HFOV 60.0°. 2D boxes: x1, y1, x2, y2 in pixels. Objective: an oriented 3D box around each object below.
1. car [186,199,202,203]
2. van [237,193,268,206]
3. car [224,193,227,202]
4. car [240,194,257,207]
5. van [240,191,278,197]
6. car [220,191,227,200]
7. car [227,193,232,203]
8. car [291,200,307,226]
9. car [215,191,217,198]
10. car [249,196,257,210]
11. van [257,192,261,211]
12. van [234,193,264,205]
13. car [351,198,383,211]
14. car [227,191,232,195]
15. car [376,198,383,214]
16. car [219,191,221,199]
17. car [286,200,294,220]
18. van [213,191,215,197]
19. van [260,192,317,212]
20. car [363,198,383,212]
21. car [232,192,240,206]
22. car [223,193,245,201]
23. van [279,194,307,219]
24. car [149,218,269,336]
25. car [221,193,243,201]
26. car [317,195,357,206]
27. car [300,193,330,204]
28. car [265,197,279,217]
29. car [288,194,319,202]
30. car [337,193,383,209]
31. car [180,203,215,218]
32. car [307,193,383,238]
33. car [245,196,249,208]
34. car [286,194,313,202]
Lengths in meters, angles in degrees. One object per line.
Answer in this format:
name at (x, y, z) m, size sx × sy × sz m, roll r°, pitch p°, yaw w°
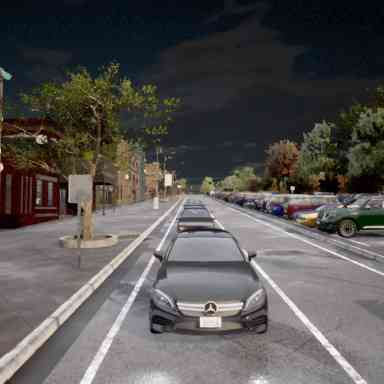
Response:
car at (0.212, 1.442, 30.062) m, size 2.128 × 1.511 × 4.902 m, roll 0°, pitch 0°, yaw 0°
van at (9.145, 1.113, 50.746) m, size 4.442 × 1.987 × 1.878 m, roll 0°, pitch 1°, yaw 0°
car at (8.943, 1.279, 61.960) m, size 4.674 × 1.452 × 2.002 m, roll 0°, pitch 1°, yaw 0°
car at (9.096, 1.409, 42.335) m, size 4.892 × 1.521 × 2.231 m, roll 0°, pitch 0°, yaw 0°
van at (9.186, 1.163, 45.142) m, size 4.442 × 1.987 × 1.878 m, roll 0°, pitch 0°, yaw 0°
car at (8.897, 0.963, 64.761) m, size 5.566 × 2.045 × 2.435 m, roll 0°, pitch 1°, yaw 0°
car at (8.981, 1.290, 56.354) m, size 4.892 × 1.521 × 2.231 m, roll 0°, pitch 1°, yaw 0°
car at (9.070, 1.466, 19.902) m, size 5.366 × 1.575 × 1.946 m, roll 0°, pitch 0°, yaw 0°
car at (8.796, 1.064, 81.581) m, size 5.008 × 1.535 × 2.097 m, roll 0°, pitch 1°, yaw 0°
car at (9.161, 1.470, 36.725) m, size 4.792 × 1.488 × 2.163 m, roll 0°, pitch 0°, yaw 0°
van at (9.269, 1.222, 33.922) m, size 4.442 × 1.987 × 1.878 m, roll 0°, pitch 0°, yaw 0°
van at (9.124, 1.088, 53.549) m, size 4.442 × 1.987 × 1.878 m, roll 0°, pitch 1°, yaw 0°
car at (22.214, 1.452, 40.277) m, size 4.792 × 1.488 × 2.163 m, roll 0°, pitch 0°, yaw 0°
car at (8.998, 1.139, 59.156) m, size 4.553 × 1.767 × 2.185 m, roll 0°, pitch 1°, yaw 0°
car at (22.411, 1.444, 34.723) m, size 5.366 × 1.575 × 1.946 m, roll 0°, pitch 0°, yaw 0°
car at (8.876, 0.938, 67.564) m, size 5.566 × 2.045 × 2.435 m, roll 0°, pitch 1°, yaw 0°
car at (9.237, 1.506, 22.706) m, size 4.674 × 1.452 × 2.002 m, roll 0°, pitch 0°, yaw 0°
van at (8.623, 0.764, 89.988) m, size 4.442 × 1.987 × 1.878 m, roll 0°, pitch 1°, yaw 0°
van at (9.056, 1.230, 31.119) m, size 4.442 × 1.987 × 1.878 m, roll 0°, pitch 0°, yaw 0°
car at (22.176, 1.469, 37.494) m, size 4.792 × 1.488 × 2.163 m, roll 0°, pitch 0°, yaw 0°
car at (9.021, 1.113, 47.941) m, size 5.566 × 2.045 × 2.435 m, roll 0°, pitch 1°, yaw 0°
car at (8.853, 1.039, 70.368) m, size 4.553 × 1.767 × 2.185 m, roll 0°, pitch 1°, yaw 0°
van at (9.331, 1.237, 25.510) m, size 4.442 × 1.987 × 1.878 m, roll 0°, pitch 0°, yaw 0°
car at (0.251, 1.524, 6.892) m, size 1.812 × 1.442 × 4.674 m, roll 0°, pitch 0°, yaw 0°
car at (8.832, 1.014, 73.171) m, size 4.553 × 1.767 × 2.185 m, roll 0°, pitch 1°, yaw 0°
car at (22.290, 1.332, 51.380) m, size 5.366 × 1.575 × 1.946 m, roll 0°, pitch 1°, yaw 0°
car at (22.073, 1.135, 59.706) m, size 4.553 × 1.767 × 2.185 m, roll 0°, pitch 1°, yaw 0°
car at (9.188, 1.460, 28.313) m, size 5.008 × 1.535 × 2.097 m, roll 0°, pitch 0°, yaw 0°
car at (21.817, 1.209, 65.256) m, size 5.366 × 1.575 × 1.946 m, roll 0°, pitch 0°, yaw 0°
car at (22.136, 1.153, 43.050) m, size 5.566 × 2.045 × 2.435 m, roll 0°, pitch 0°, yaw 0°
car at (0.189, 1.532, 17.470) m, size 2.033 × 1.411 × 5.357 m, roll 0°, pitch 0°, yaw 0°
car at (9.247, 1.221, 17.099) m, size 5.566 × 2.045 × 2.435 m, roll 0°, pitch 0°, yaw 0°
car at (9.108, 1.465, 39.532) m, size 4.674 × 1.452 × 2.002 m, roll 0°, pitch 0°, yaw 0°
car at (21.987, 1.188, 68.034) m, size 4.892 × 1.521 × 2.231 m, roll 0°, pitch 1°, yaw 0°
